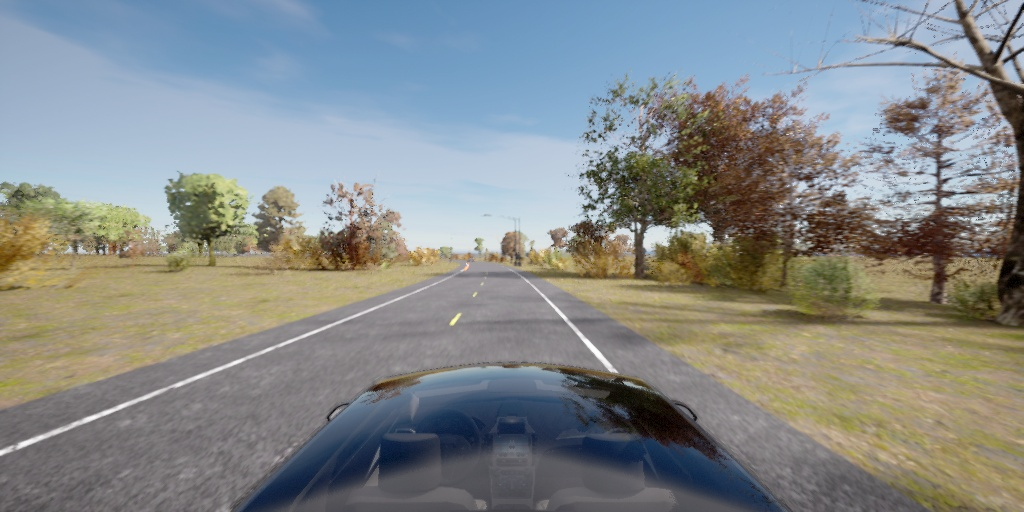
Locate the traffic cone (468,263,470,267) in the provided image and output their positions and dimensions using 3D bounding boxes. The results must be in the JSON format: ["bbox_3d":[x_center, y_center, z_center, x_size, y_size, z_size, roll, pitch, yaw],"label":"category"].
[{"bbox_3d":[-7.143,1.813,56.487,0.340,0.580,0.340,0,0,-5],"label":"traffic cone"}]

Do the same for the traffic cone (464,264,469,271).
[{"bbox_3d":[-6.744,1.803,51.528,0.340,0.580,0.340,0,0,-4],"label":"traffic cone"}]
